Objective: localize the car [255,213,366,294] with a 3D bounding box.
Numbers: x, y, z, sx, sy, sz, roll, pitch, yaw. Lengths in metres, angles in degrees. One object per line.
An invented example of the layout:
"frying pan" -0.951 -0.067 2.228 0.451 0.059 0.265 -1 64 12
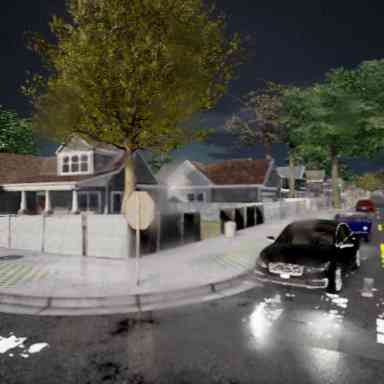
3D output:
"car" 3.358 1.553 9.148 1.837 1.490 4.892 -1 -1 34

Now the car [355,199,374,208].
"car" 20.952 1.649 40.360 1.882 1.535 5.008 -1 -1 29

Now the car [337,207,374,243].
"car" 7.969 1.674 16.770 1.895 1.301 4.718 -1 -1 29
